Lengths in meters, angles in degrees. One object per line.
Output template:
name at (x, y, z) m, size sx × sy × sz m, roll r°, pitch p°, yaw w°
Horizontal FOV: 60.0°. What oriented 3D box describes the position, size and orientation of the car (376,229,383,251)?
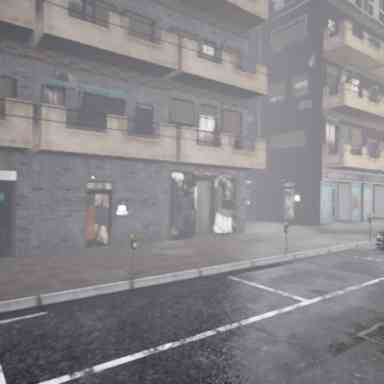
car at (8.753, 1.566, 12.751) m, size 4.403 × 1.369 × 2.008 m, roll 0°, pitch 1°, yaw -35°
